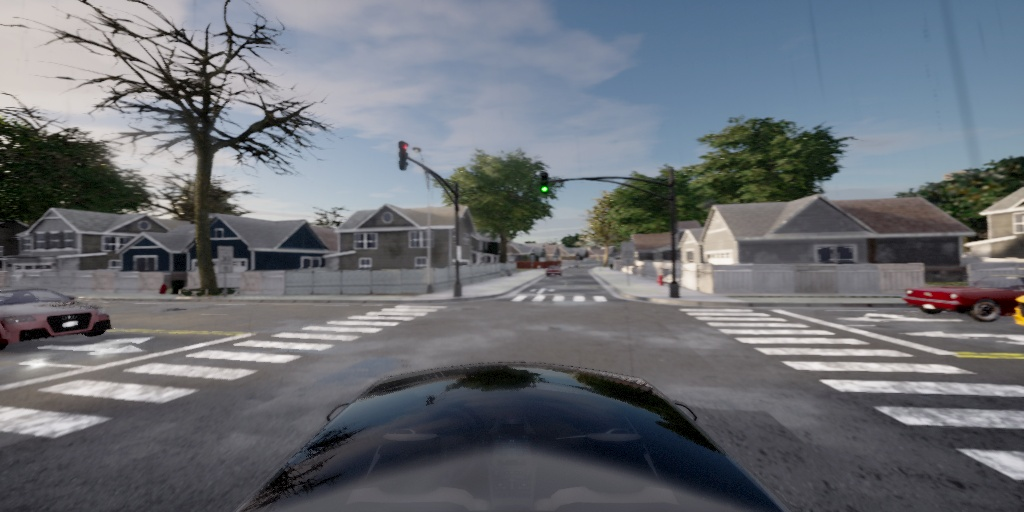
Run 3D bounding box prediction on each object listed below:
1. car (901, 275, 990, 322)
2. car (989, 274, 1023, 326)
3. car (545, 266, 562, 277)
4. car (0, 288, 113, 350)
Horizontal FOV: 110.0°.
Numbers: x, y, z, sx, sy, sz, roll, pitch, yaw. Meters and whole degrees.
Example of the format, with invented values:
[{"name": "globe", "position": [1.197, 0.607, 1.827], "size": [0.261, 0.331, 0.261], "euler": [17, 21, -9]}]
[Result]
[{"name": "car", "position": [14.923, 1.194, 10.578], "size": [4.718, 1.301, 1.895], "euler": [-1, -1, 11]}, {"name": "car", "position": [14.102, 1.017, 7.434], "size": [5.008, 1.535, 1.882], "euler": [-1, -1, 10]}, {"name": "car", "position": [5.107, 1.839, 43.483], "size": [1.895, 1.301, 4.718], "euler": [-1, -1, 10]}, {"name": "car", "position": [-13.069, 1.564, 9.435], "size": [4.181, 1.385, 1.994], "euler": [-1, -1, 12]}]
